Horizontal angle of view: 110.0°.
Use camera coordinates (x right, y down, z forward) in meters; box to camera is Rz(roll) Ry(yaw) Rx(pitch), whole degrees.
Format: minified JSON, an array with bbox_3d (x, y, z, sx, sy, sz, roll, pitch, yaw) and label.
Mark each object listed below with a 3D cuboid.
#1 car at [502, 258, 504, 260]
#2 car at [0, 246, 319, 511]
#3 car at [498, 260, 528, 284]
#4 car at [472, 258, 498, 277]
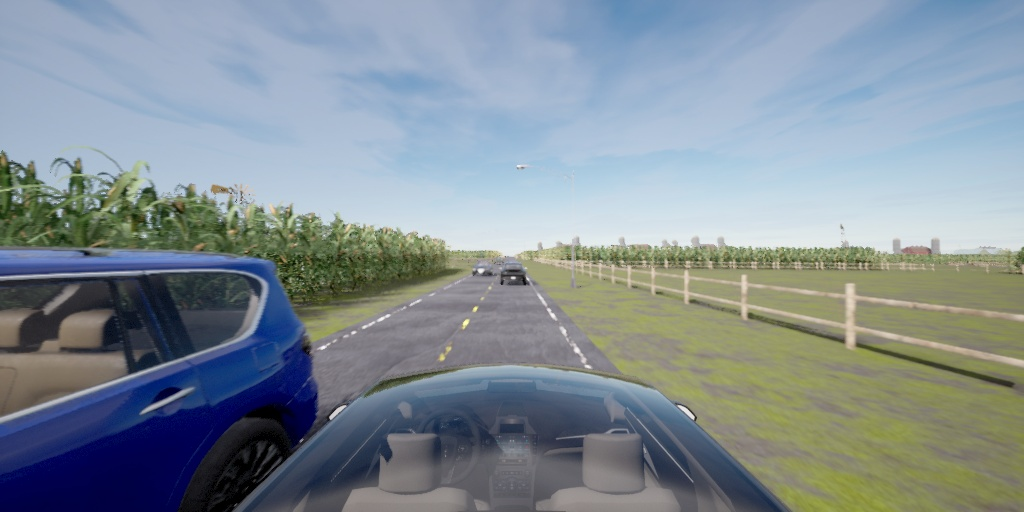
[{"bbox_3d":[0.082,1.225,46.086,2.128,1.511,4.902,0,0,0],"label":"car"},{"bbox_3d":[-2.822,0.972,0.851,2.150,2.045,5.566,0,0,2],"label":"car"},{"bbox_3d":[0.090,1.252,26.865,1.837,1.490,4.892,0,0,0],"label":"car"},{"bbox_3d":[-2.855,1.232,35.592,2.128,1.511,4.902,0,0,0],"label":"car"}]
